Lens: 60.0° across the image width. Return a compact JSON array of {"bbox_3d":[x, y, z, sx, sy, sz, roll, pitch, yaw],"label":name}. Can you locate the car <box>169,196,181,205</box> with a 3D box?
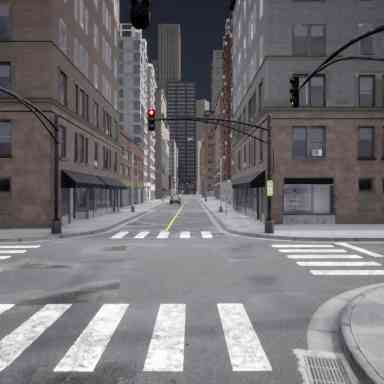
[{"bbox_3d":[-2.987,1.457,59.698,1.882,1.535,5.008,0,0,0],"label":"car"}]
